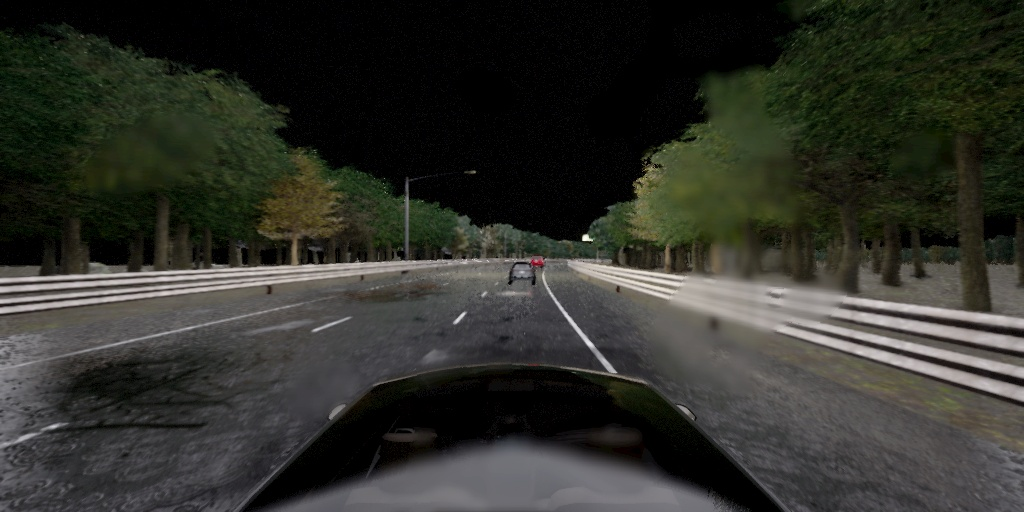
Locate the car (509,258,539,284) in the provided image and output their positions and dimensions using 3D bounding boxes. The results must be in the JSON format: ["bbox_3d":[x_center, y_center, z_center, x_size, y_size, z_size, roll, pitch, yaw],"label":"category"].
[{"bbox_3d":[0.825,1.179,26.834,2.033,1.649,4.856,0,0,4],"label":"car"}]

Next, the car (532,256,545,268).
[{"bbox_3d":[4.383,0.978,61.637,2.150,2.045,5.566,0,0,8],"label":"car"}]
